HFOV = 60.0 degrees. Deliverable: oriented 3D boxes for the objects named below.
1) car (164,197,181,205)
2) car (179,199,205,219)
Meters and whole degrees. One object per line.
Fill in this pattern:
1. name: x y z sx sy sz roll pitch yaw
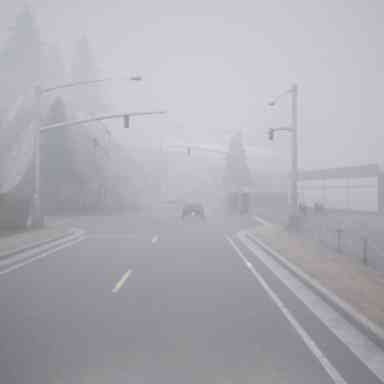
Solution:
1. car: -2.934 1.509 55.671 1.895 1.301 4.718 0 0 21
2. car: 0.087 1.456 29.041 1.837 1.490 4.892 0 0 0
